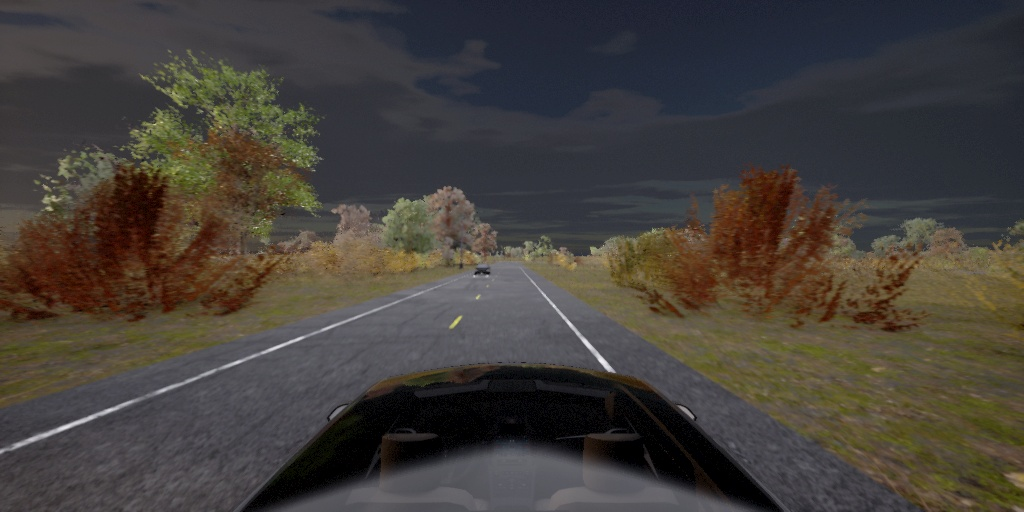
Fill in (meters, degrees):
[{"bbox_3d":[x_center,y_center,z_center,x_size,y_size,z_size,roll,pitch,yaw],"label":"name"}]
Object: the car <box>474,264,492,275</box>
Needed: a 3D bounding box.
[{"bbox_3d":[-3.494,1.626,43.950,2.033,1.411,5.357,0,0,0],"label":"car"}]
